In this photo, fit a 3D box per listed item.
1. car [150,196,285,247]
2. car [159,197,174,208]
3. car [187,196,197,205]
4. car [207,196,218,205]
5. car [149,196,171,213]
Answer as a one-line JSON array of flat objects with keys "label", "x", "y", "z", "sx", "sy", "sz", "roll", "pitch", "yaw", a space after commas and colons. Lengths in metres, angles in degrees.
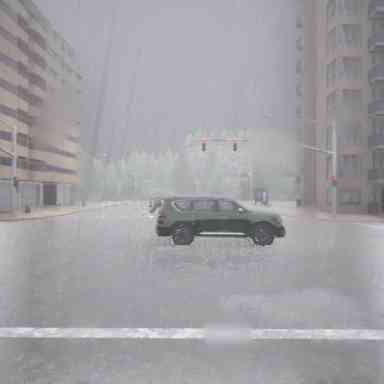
[{"label": "car", "x": 1.161, "y": 1.221, "z": 14.617, "sx": 5.566, "sy": 2.045, "sz": 2.150, "roll": 0, "pitch": 0, "yaw": 1}, {"label": "car", "x": -3.606, "y": 1.504, "z": 48.061, "sx": 1.837, "sy": 1.490, "sz": 4.892, "roll": 0, "pitch": 0, "yaw": 0}, {"label": "car", "x": -0.024, "y": 1.525, "z": 60.009, "sx": 1.812, "sy": 1.442, "sz": 4.674, "roll": 0, "pitch": 0, "yaw": 0}, {"label": "car", "x": 3.720, "y": 1.547, "z": 60.779, "sx": 2.033, "sy": 1.411, "sz": 5.357, "roll": 0, "pitch": 0, "yaw": 4}, {"label": "car", "x": -3.614, "y": 1.352, "z": 38.279, "sx": 2.097, "sy": 1.767, "sz": 4.553, "roll": 0, "pitch": 0, "yaw": 0}]
